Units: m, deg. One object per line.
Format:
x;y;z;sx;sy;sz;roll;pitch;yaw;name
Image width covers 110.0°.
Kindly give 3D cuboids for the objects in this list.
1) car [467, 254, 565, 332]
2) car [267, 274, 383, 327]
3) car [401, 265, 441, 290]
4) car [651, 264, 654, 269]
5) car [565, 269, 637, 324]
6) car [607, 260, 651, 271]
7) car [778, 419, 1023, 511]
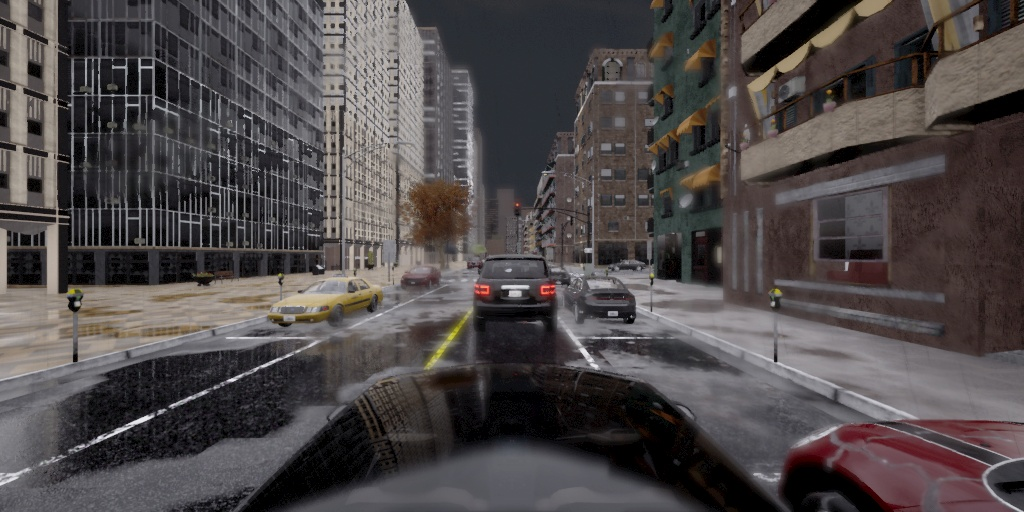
0.094;0.972;11.018;2.150;2.045;5.566;0;0;0;car
-5.687;1.276;11.574;1.751;1.417;4.829;0;0;0;car
-5.683;1.300;22.810;1.888;1.381;4.507;0;0;0;car
18.849;1.007;42.269;4.829;1.417;1.751;0;0;-1;car
2.693;1.301;11.740;2.007;1.370;4.403;0;0;0;car
13.452;1.109;42.217;4.403;1.370;2.007;0;0;-1;car
2.687;1.190;0.675;1.967;1.591;4.097;0;0;0;car
